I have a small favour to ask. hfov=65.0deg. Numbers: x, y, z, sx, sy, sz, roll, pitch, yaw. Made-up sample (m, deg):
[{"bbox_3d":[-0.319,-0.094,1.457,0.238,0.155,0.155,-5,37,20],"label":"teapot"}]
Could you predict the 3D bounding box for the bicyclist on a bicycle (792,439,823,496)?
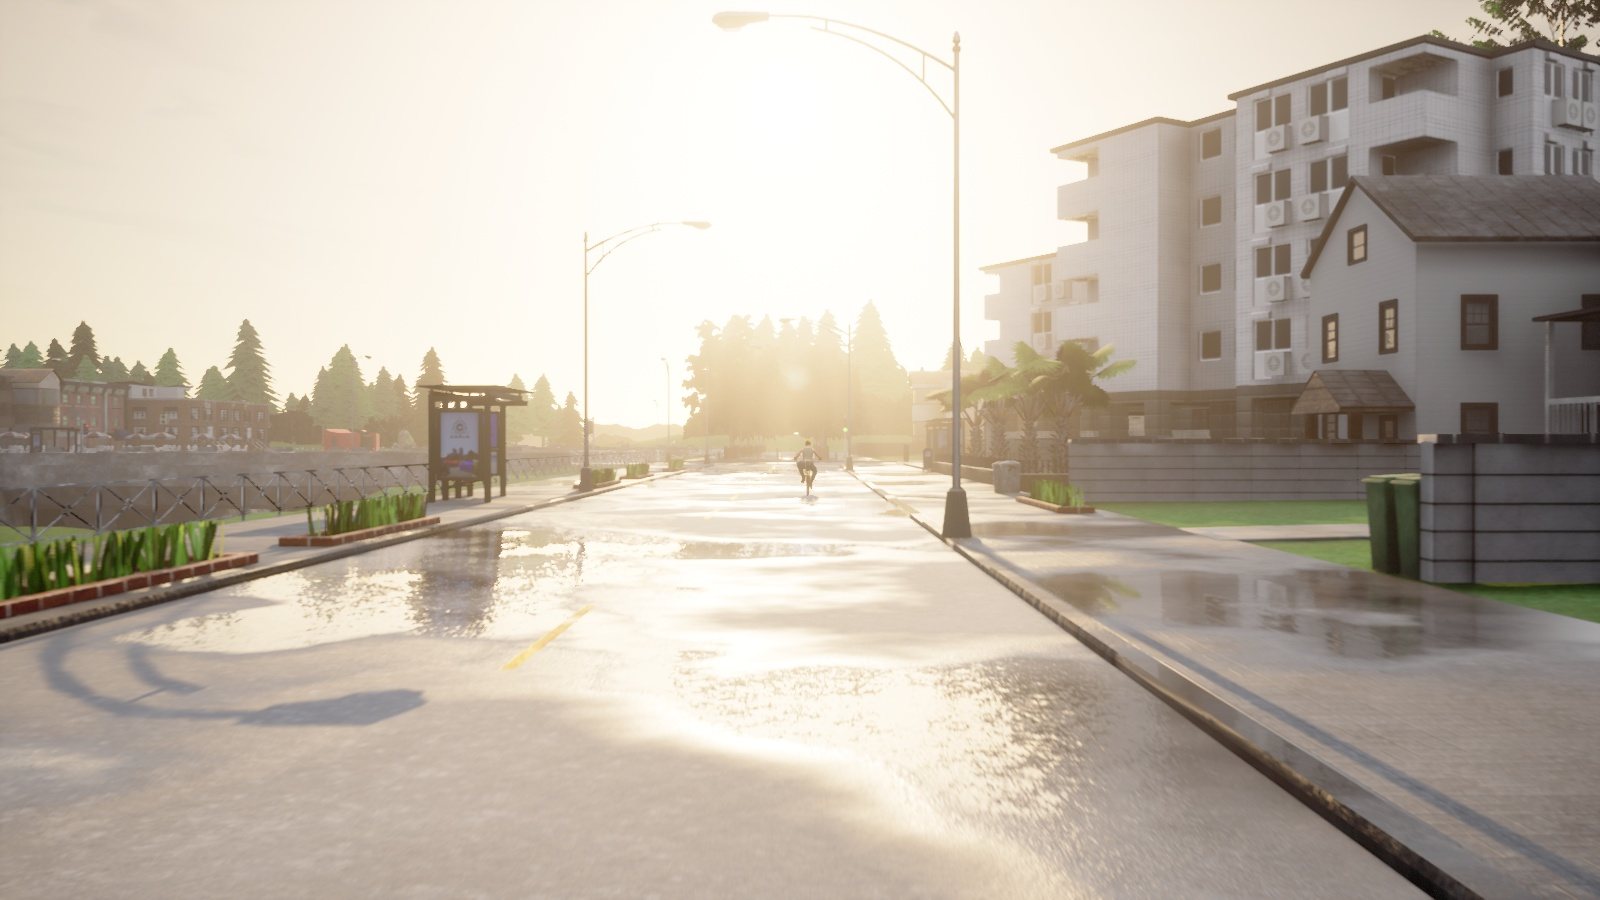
[{"bbox_3d":[0.222,0.481,35.916,0.866,1.612,1.509,0,0,0],"label":"bicyclist on a bicycle"}]
